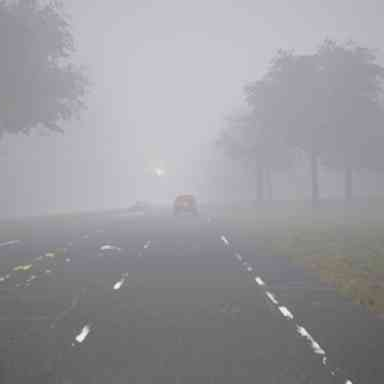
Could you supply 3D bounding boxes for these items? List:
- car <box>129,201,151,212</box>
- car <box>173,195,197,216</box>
[{"bbox_3d":[-6.626,1.853,42.706,1.895,1.301,4.718,-2,0,6],"label":"car"},{"bbox_3d":[-0.653,1.277,33.163,2.150,2.045,5.566,-2,0,-1],"label":"car"}]
